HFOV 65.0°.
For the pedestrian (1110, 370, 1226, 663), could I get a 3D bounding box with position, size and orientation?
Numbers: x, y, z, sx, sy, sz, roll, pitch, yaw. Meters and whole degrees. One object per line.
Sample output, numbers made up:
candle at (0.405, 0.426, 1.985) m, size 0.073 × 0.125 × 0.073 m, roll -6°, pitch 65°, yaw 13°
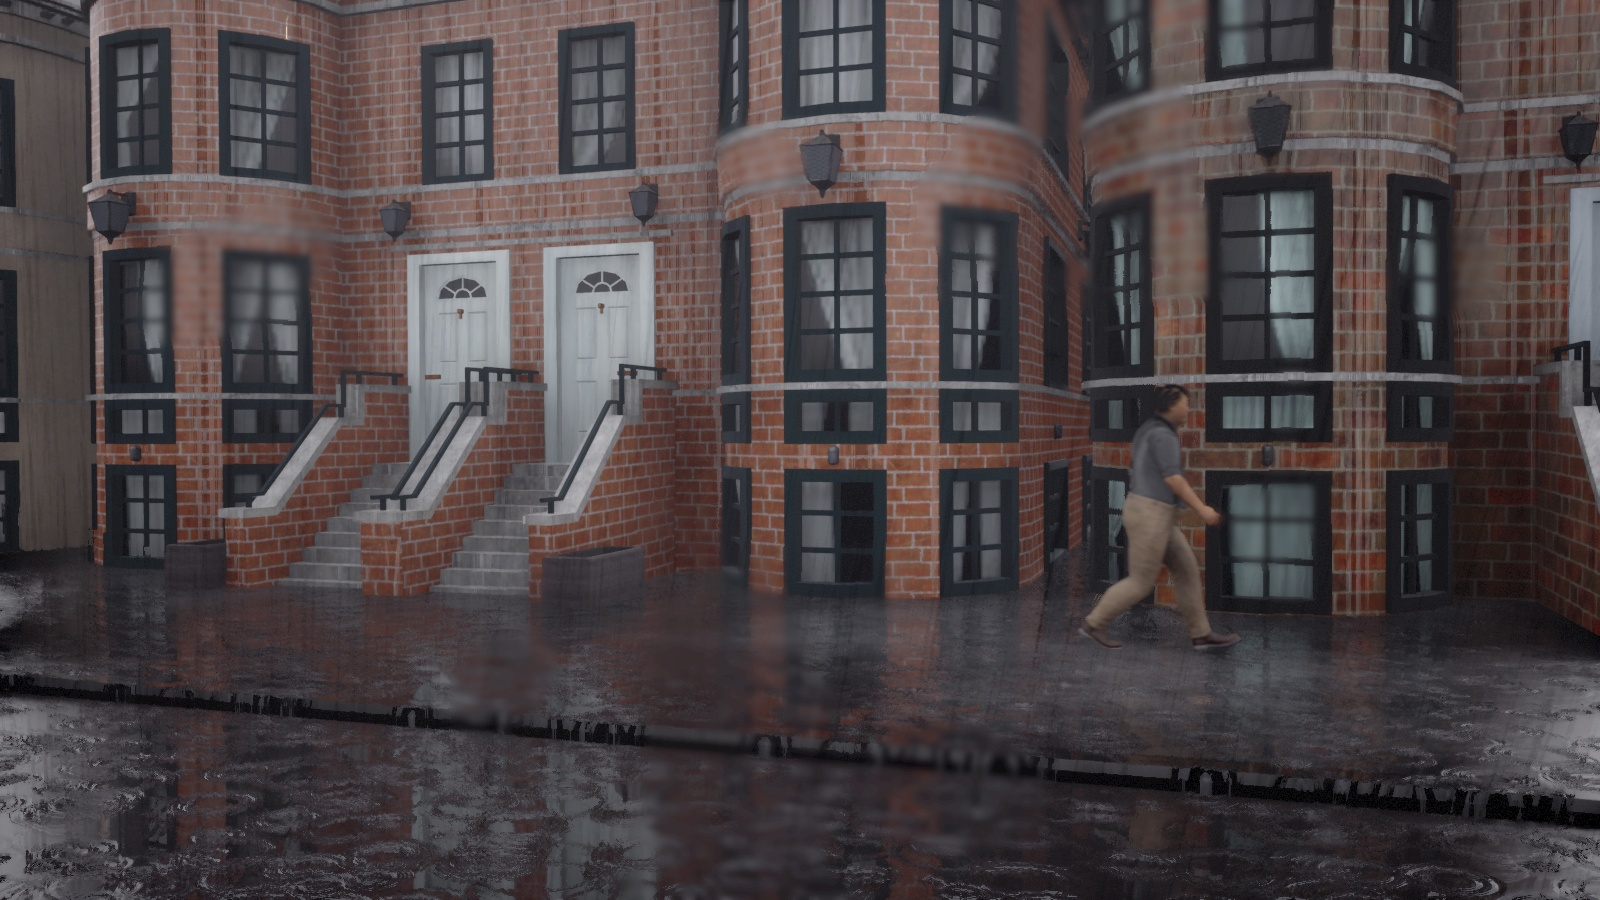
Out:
pedestrian at (2.406, 0.413, 8.251) m, size 0.694 × 1.848 × 0.540 m, roll 0°, pitch 1°, yaw 15°
